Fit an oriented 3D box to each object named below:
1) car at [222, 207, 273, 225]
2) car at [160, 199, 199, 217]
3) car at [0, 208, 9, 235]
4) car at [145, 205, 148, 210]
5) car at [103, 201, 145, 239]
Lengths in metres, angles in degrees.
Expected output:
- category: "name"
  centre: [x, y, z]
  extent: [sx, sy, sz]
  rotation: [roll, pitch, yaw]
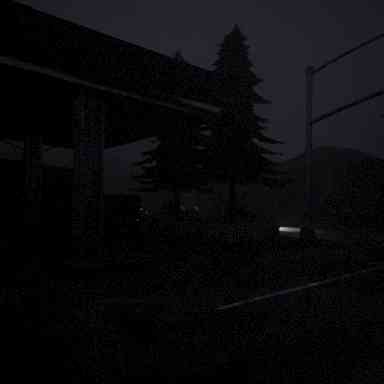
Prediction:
- category: "car"
  centre: [4.112, 1.813, 25.044]
  extent: [1.994, 1.385, 4.181]
  rotation: [1, 0, -35]
- category: "car"
  centre: [-1.309, 1.537, 32.682]
  extent: [2.097, 1.767, 4.553]
  rotation: [1, 0, -36]
- category: "car"
  centre: [-11.637, 1.520, 18.492]
  extent: [2.242, 1.667, 4.611]
  rotation: [1, 0, -36]
- category: "car"
  centre: [-7.460, 1.661, 41.345]
  extent: [2.033, 1.411, 5.357]
  rotation: [1, 0, -35]
- category: "car"
  centre: [-4.505, 1.445, 18.311]
  extent: [1.905, 1.878, 3.866]
  rotation: [1, 0, -36]
